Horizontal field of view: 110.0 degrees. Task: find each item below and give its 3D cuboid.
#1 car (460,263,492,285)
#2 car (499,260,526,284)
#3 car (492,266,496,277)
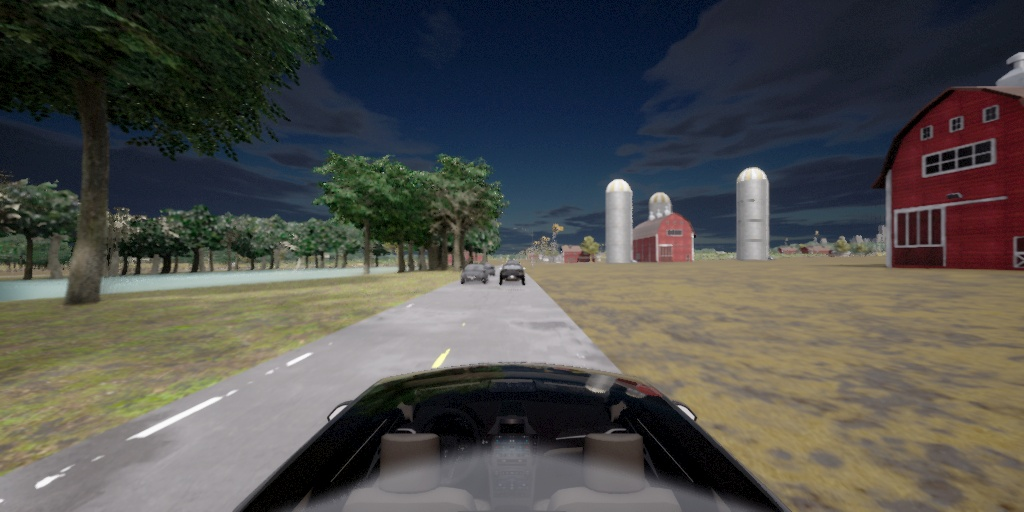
[{"bbox_3d":[-2.765,1.331,27.371,1.837,1.490,4.892,0,-1,0],"label":"car"},{"bbox_3d":[0.030,1.301,27.383,1.882,1.535,5.008,0,0,1],"label":"car"},{"bbox_3d":[-2.773,1.472,38.121,1.994,1.385,4.181,0,-1,1],"label":"car"}]
